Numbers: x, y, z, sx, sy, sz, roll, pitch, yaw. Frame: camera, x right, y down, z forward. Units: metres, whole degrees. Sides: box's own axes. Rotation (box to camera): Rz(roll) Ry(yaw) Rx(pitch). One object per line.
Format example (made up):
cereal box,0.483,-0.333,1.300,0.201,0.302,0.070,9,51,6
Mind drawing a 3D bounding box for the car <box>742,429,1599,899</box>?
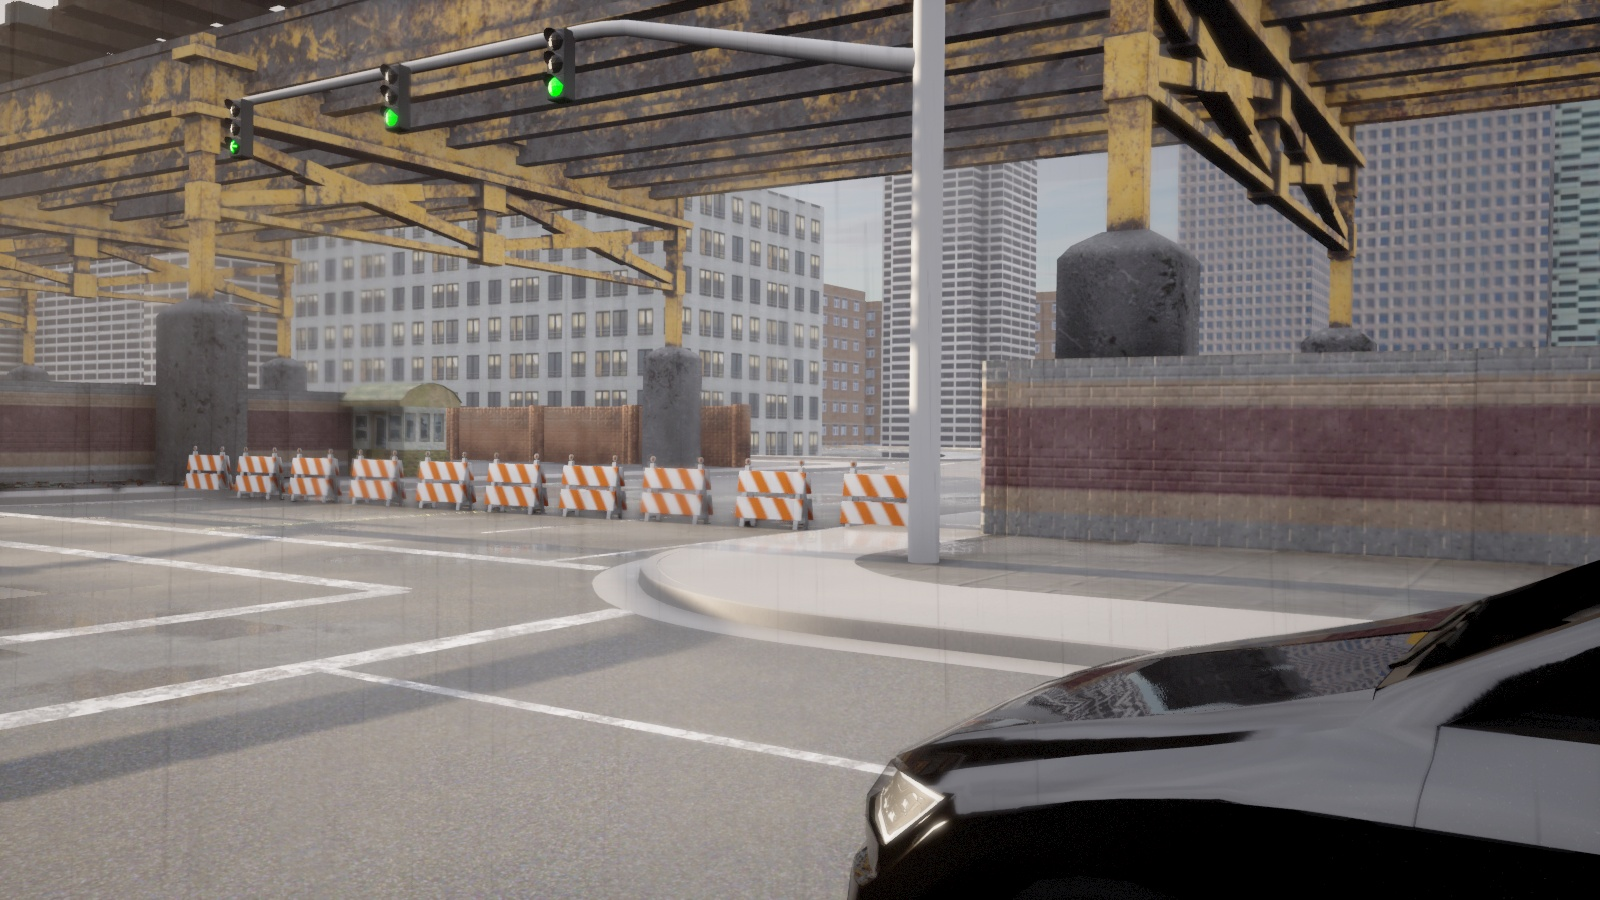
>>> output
car,2.136,0.696,2.204,4.193,1.474,1.816,0,1,34
